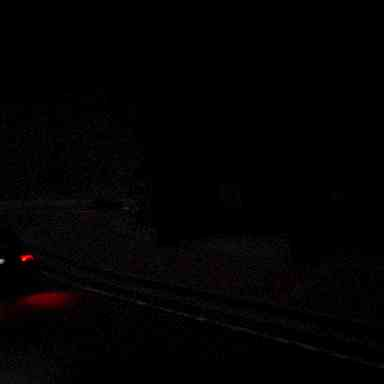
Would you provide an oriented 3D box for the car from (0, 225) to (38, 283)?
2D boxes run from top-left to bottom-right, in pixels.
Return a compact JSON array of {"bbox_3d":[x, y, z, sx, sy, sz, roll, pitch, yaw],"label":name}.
[{"bbox_3d":[-5.915,1.548,8.926,2.033,1.411,5.357,0,0,-44],"label":"car"}]

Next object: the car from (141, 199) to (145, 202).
[{"bbox_3d":[-5.445,1.478,49.259,1.882,1.535,5.008,0,0,35],"label":"car"}]

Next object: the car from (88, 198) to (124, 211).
[{"bbox_3d":[-10.633,1.478,41.387,1.882,1.535,5.008,0,0,31],"label":"car"}]
